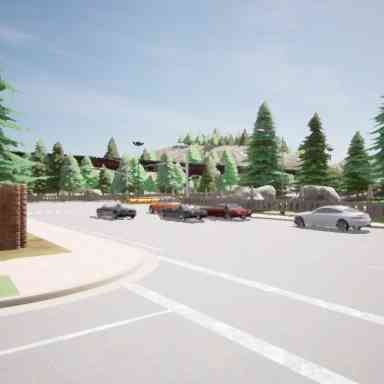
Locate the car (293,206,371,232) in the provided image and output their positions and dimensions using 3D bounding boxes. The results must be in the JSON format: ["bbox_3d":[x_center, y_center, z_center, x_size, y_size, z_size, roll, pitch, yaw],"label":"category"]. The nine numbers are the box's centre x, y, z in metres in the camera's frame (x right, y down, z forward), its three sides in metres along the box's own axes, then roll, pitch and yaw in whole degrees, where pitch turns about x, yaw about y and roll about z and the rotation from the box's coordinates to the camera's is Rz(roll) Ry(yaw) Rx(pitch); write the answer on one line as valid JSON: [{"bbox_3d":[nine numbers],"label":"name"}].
[{"bbox_3d":[8.554,1.566,20.654,1.812,1.442,4.674,0,0,-38],"label":"car"}]

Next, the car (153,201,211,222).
[{"bbox_3d":[-0.886,1.641,27.152,1.895,1.301,4.718,0,0,-38],"label":"car"}]

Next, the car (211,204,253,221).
[{"bbox_3d":[2.767,1.641,28.148,1.895,1.301,4.718,0,0,-38],"label":"car"}]

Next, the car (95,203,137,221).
[{"bbox_3d":[-6.520,1.641,28.440,1.895,1.301,4.718,0,0,-37],"label":"car"}]

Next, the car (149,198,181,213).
[{"bbox_3d":[-2.709,1.392,35.228,2.097,1.767,4.553,0,0,-38],"label":"car"}]
